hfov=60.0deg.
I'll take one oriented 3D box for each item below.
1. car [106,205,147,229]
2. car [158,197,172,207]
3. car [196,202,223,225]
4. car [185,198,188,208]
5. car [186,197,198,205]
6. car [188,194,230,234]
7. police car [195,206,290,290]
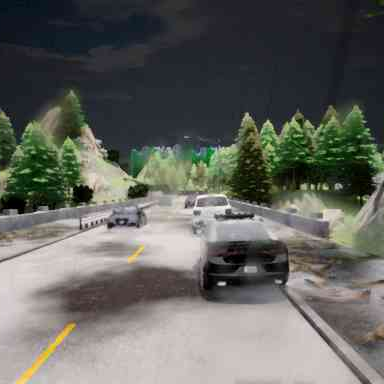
[{"bbox_3d":[-4.081,1.563,21.319,1.994,1.385,4.181,0,0,0],"label":"car"},{"bbox_3d":[-4.033,1.503,50.382,1.837,1.490,4.892,0,0,0],"label":"car"},{"bbox_3d":[1.224,1.525,25.149,1.812,1.442,4.674,0,0,0],"label":"car"},{"bbox_3d":[0.077,1.351,47.002,2.097,1.767,4.553,0,0,1],"label":"car"},{"bbox_3d":[0.056,1.546,58.401,2.033,1.411,5.357,0,0,0],"label":"car"},{"bbox_3d":[1.088,1.172,19.167,2.150,2.045,5.566,-3,0,1],"label":"car"},{"bbox_3d":[1.174,1.401,9.267,1.930,1.638,5.238,-2,-1,0],"label":"police car"}]
